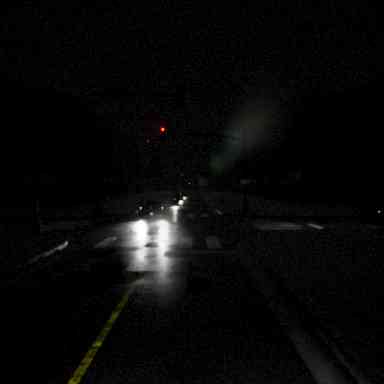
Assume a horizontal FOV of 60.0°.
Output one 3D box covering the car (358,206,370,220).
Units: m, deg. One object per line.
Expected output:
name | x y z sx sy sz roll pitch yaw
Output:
car | 12.448 1.068 20.125 4.403 1.369 2.008 0 1 0

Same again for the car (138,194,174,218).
car | -2.625 1.076 23.972 1.895 1.301 4.718 0 1 1

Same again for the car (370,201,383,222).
car | 12.447 1.172 17.592 4.718 1.301 1.895 0 1 0

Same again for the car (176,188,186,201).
car | -2.373 0.299 48.779 2.097 1.767 4.553 0 1 1

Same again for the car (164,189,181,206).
car | -2.498 0.717 37.328 1.812 1.442 4.674 0 1 1

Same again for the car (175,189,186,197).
car | -2.140 0.113 64.096 1.882 1.535 5.008 0 1 1
